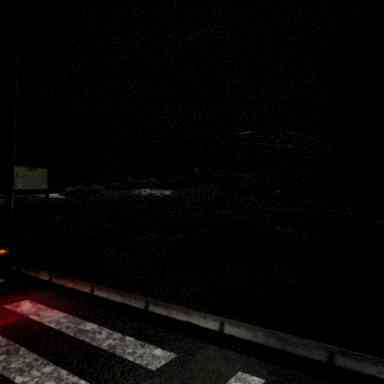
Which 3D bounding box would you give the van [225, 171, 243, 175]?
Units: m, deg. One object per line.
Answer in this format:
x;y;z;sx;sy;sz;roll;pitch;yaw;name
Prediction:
7.288;-2.862;62.569;4.442;1.987;1.878;2;6;31;van

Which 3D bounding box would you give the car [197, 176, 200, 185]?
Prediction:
-1.680;-2.008;55.030;4.553;1.767;2.185;2;6;30;car

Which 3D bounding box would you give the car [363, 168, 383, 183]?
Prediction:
31.861;-2.695;59.494;5.566;2.045;2.435;4;7;31;car

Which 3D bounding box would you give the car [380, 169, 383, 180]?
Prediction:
41.164;-3.437;67.007;5.566;2.045;2.435;4;7;31;car

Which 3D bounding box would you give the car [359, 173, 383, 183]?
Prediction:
34.001;-2.650;61.504;5.366;1.575;1.946;4;7;31;car

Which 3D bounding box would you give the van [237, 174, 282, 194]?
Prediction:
8.261;-0.798;41.026;4.442;1.987;1.878;4;7;32;van

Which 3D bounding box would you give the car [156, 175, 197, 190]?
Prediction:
-2.229;-1.203;47.966;5.008;1.535;1.882;-5;7;-39;car

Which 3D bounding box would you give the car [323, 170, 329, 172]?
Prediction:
30.157;-4.591;80.965;4.553;1.767;2.185;2;6;31;car

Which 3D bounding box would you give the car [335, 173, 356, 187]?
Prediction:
22.411;-1.691;52.073;4.892;1.521;2.231;4;7;32;car

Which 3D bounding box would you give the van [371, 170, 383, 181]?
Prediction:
36.588;-3.044;63.210;4.442;1.987;1.878;4;7;31;van

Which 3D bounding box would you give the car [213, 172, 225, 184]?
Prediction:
2.868;-2.383;58.769;4.553;1.767;2.185;2;6;30;car

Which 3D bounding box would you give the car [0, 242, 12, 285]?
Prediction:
-6.337;1.447;8.119;5.008;1.535;1.882;1;0;37;car

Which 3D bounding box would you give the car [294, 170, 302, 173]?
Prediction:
21.026;-3.747;73.624;4.892;1.521;2.231;2;6;31;car

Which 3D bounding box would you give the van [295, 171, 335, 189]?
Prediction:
17.765;-1.539;48.325;4.442;1.987;1.878;4;7;32;van

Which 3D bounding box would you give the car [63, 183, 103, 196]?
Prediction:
-12.812;-0.351;39.305;4.674;1.442;1.812;-3;6;-39;car

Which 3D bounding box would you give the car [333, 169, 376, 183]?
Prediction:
27.164;-2.317;55.749;5.566;2.045;2.435;4;7;31;car

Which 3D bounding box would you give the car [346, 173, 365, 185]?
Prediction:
24.797;-1.849;53.919;4.792;1.488;2.163;4;7;32;car

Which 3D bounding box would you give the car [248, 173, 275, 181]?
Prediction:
14.227;-3.162;68.076;4.792;1.488;2.163;2;5;31;car

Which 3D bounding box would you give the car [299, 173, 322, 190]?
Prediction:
15.262;-1.262;46.584;4.553;1.767;2.185;4;7;32;car

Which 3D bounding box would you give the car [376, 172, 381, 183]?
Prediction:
29.494;-2.257;57.660;4.892;1.521;2.231;4;7;31;car

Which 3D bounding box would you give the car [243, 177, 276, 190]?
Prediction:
9.661;-1.287;48.172;1.882;1.535;5.008;-4;6;-28;car

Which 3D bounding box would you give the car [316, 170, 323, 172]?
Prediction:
27.857;-4.256;79.168;4.674;1.452;2.002;2;5;31;car

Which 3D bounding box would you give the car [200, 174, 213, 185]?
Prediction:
0.544;-2.043;56.945;4.792;1.488;2.163;2;6;30;car

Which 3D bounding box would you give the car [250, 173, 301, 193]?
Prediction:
10.509;-1.017;42.917;5.566;2.045;2.435;4;7;32;car

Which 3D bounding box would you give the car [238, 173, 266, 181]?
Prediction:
11.926;-3.007;66.244;5.008;1.535;2.097;2;5;31;car

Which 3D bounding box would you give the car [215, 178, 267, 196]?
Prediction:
5.784;-0.397;39.292;5.008;1.535;2.097;4;7;32;car

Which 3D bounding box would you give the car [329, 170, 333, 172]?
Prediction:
32.422;-4.635;82.828;5.008;1.535;2.097;2;6;31;car

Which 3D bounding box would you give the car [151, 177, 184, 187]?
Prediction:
-3.949;-1.666;53.177;4.792;1.488;2.163;2;5;30;car

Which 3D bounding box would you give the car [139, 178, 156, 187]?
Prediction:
-6.248;-1.469;51.319;4.674;1.452;2.002;2;5;30;car

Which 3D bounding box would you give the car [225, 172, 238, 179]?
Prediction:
5.117;-2.448;60.673;5.008;1.535;2.097;2;5;30;car
